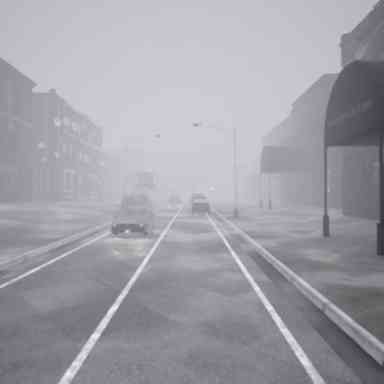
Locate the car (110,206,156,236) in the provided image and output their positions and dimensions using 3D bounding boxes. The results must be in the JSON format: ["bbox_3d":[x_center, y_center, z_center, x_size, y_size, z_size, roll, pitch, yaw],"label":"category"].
[{"bbox_3d":[-3.103,1.520,18.641,2.033,1.411,5.357,0,0,0],"label":"car"}]

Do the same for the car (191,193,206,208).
[{"bbox_3d":[0.898,1.252,51.210,2.150,2.045,5.566,0,0,0],"label":"car"}]

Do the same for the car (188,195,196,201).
[{"bbox_3d":[-0.001,1.508,83.620,1.994,1.385,4.181,0,0,0],"label":"car"}]

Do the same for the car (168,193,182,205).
[{"bbox_3d":[-3.029,1.270,60.834,2.150,2.045,5.566,0,-1,1],"label":"car"}]

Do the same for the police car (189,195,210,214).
[{"bbox_3d":[0.899,1.404,35.285,1.930,1.638,5.238,0,0,0],"label":"police car"}]

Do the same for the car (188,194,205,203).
[{"bbox_3d":[0.899,1.230,45.209,2.150,2.045,5.566,0,0,0],"label":"car"}]
